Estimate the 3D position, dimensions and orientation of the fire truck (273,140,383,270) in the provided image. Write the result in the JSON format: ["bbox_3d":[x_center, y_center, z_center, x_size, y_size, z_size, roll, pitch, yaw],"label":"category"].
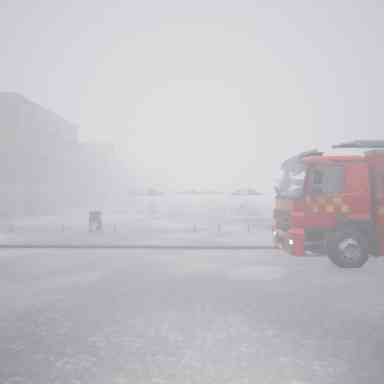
[{"bbox_3d":[7.158,0.339,10.871,8.468,3.827,2.891,0,0,1],"label":"fire truck"}]

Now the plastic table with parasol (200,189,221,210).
[{"bbox_3d":[2.300,0.913,41.507,2.482,2.480,2.482,0,0,1],"label":"plastic table with parasol"}]
